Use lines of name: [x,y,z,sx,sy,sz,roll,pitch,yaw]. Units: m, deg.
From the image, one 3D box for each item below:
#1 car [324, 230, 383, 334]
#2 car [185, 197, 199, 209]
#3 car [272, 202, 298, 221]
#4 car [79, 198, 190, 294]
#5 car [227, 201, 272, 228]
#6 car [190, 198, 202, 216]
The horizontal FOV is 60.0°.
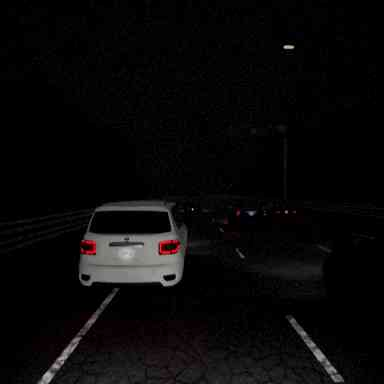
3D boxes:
car: [3.601,1.221,4.046,2.150,2.045,5.566,0,0,0]
car: [0.048,1.556,47.252,1.837,1.490,4.892,0,0,0]
car: [7.102,1.563,27.500,2.033,1.411,5.357,0,0,0]
car: [-1.224,1.227,8.909,2.150,2.045,5.566,0,0,0]
car: [3.601,1.363,22.190,2.097,1.767,4.553,0,0,0]
car: [0.076,1.530,36.571,1.837,1.490,4.892,0,-1,0]
